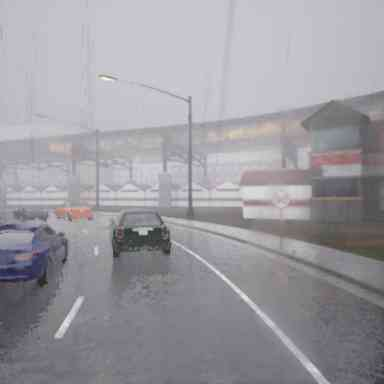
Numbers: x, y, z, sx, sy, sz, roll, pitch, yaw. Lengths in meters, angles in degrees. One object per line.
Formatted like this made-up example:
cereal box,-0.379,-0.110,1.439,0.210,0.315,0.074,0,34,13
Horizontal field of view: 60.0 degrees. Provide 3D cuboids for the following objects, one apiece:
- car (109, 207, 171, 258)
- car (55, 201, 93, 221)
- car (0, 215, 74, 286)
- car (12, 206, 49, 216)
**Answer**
car,-2.259,1.455,13.590,2.097,1.767,4.553,0,0,-15
car,-10.530,1.605,29.439,2.097,1.767,4.553,0,0,-38
car,-4.730,1.614,9.409,1.812,1.442,4.674,0,0,-12
car,-13.739,1.862,28.075,1.895,1.301,4.718,0,-1,-40
